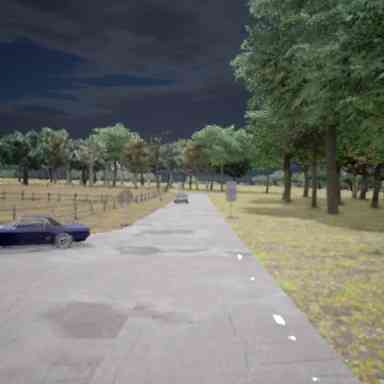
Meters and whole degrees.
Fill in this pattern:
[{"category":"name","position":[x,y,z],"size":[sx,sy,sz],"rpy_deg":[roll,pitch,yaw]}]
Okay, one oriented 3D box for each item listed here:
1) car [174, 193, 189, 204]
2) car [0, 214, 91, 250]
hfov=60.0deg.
[{"category":"car","position":[-1.594,0.880,49.889],"size":[2.097,1.767,4.553],"rpy_deg":[0,1,1]},{"category":"car","position":[-6.463,1.540,12.811],"size":[4.718,1.301,1.895],"rpy_deg":[1,0,-27]}]
